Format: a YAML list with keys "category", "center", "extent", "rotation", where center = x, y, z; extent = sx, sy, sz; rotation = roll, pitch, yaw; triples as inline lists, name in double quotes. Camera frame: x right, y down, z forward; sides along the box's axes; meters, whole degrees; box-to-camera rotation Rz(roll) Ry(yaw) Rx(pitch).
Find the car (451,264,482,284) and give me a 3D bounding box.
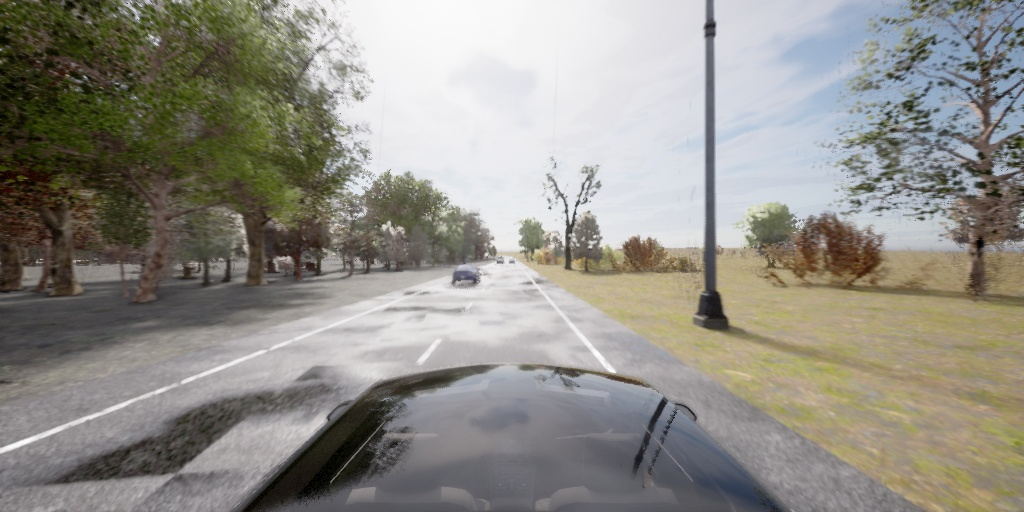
- category: "car"
  center: [-3.500, 1.373, 27.912]
  extent: [1.812, 1.442, 4.674]
  rotation: [0, 0, 0]
